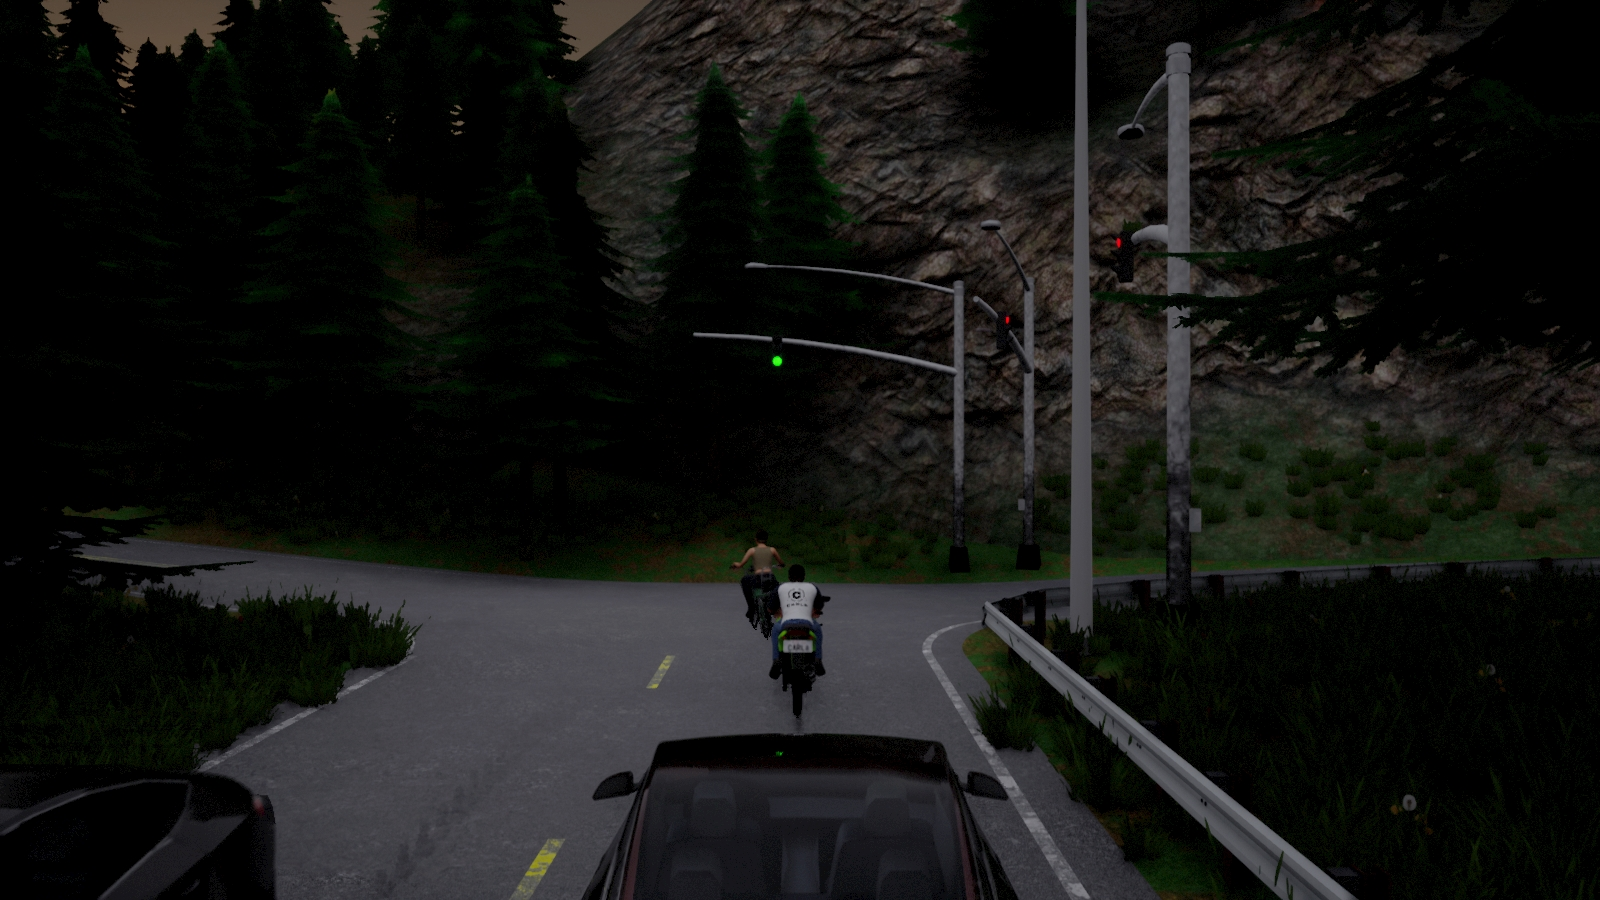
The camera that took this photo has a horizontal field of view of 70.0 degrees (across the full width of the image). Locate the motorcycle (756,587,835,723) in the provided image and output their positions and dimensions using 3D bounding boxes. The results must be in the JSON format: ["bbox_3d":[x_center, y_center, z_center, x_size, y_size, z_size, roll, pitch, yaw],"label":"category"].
[{"bbox_3d":[-0.054,2.207,12.641,0.803,1.145,2.033,0,0,-1],"label":"motorcycle"}]

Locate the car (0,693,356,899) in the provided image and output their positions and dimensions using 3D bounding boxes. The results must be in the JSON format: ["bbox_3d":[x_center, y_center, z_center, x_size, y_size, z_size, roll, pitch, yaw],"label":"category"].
[{"bbox_3d":[-3.483,2.061,3.793,2.163,1.488,4.792,0,0,0],"label":"car"}]

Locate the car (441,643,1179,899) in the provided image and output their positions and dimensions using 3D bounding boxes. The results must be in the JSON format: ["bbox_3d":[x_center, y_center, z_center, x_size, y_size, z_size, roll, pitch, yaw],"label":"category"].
[{"bbox_3d":[0.030,2.060,5.367,2.163,1.488,4.792,0,0,0],"label":"car"}]
